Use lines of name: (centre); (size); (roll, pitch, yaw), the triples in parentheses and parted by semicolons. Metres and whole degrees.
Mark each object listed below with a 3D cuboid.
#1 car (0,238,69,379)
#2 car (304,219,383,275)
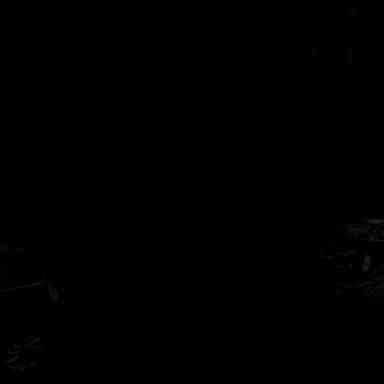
car: (-3.730, 1.441, 3.871); (4.097, 1.590, 1.967); (0, 0, -35)
car: (5.267, 1.538, 10.287); (4.403, 1.369, 2.008); (0, 0, -35)
